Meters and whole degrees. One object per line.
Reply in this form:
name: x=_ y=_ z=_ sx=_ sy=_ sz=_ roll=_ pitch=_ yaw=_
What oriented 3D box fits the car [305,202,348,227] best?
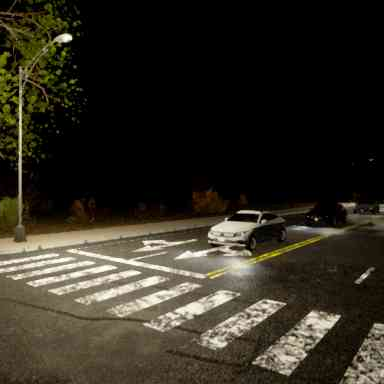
car: x=9.401 y=1.495 z=23.107 sx=1.837 sy=1.490 sz=4.892 roll=0 pitch=1 yaw=38

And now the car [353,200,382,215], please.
car: x=17.810 y=1.516 z=33.849 sx=1.812 sy=1.442 sz=4.674 roll=0 pitch=0 yaw=38

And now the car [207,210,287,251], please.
car: x=2.538 y=1.519 z=14.318 sx=1.812 sy=1.442 sz=4.674 roll=0 pitch=0 yaw=38
